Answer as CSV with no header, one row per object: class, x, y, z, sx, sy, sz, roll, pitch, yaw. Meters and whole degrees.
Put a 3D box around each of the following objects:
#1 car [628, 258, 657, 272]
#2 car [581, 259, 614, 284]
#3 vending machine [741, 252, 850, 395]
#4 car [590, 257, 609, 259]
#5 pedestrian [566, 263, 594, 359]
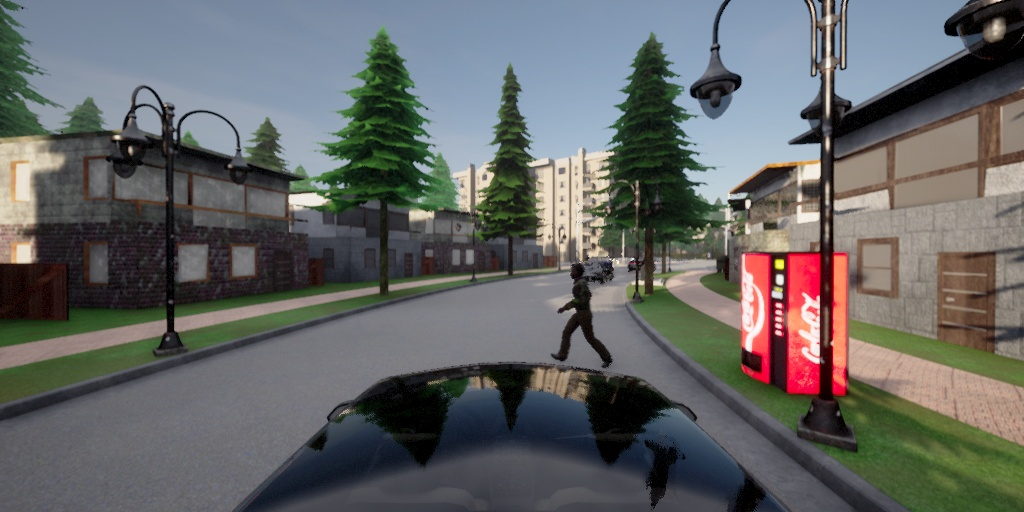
car,14.181,0.984,38.925,2.128,1.511,4.902,0,0,39
car,5.871,1.150,25.324,1.994,1.385,4.181,0,0,26
vending machine,4.076,0.921,5.282,1.100,2.100,0.880,0,0,6
car,8.952,0.851,37.797,2.097,1.767,4.553,0,1,36
pedestrian,1.198,1.012,6.334,0.375,1.860,0.375,0,0,6
